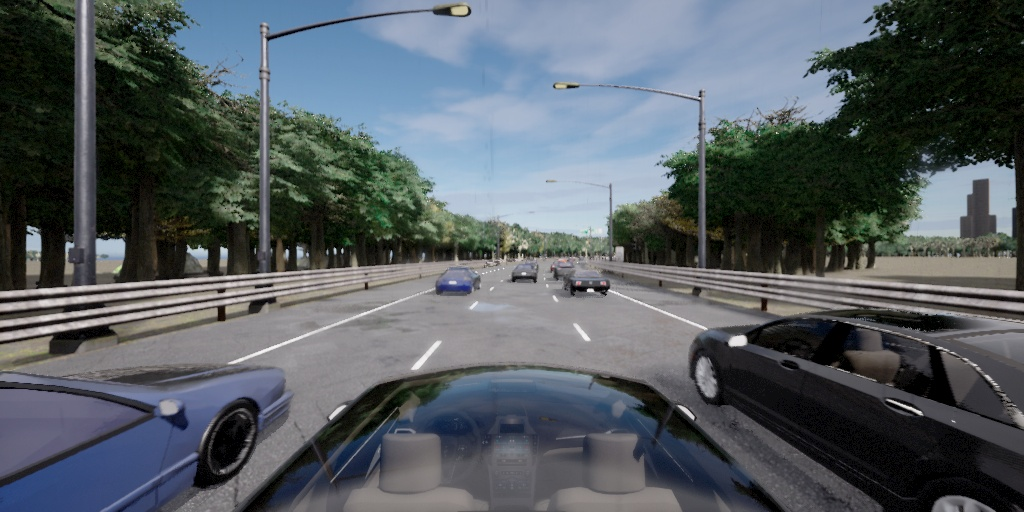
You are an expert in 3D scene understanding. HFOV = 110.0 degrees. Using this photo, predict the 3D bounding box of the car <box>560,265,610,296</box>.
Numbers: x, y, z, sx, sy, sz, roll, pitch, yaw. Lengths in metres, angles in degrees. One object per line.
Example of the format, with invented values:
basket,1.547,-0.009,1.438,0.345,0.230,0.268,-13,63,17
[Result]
car,3.909,1.366,19.546,1.895,1.301,4.718,0,0,3

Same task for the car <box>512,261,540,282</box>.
car,1.096,1.334,29.434,1.994,1.385,4.181,0,0,5

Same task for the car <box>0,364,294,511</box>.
car,-3.383,1.297,1.556,2.033,1.411,5.357,0,0,0

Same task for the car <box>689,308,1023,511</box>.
car,3.522,1.256,3.368,1.837,1.490,4.892,0,0,0

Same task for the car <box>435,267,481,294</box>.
car,-2.929,1.330,20.243,1.994,1.385,4.181,0,0,3

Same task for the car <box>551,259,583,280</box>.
car,4.641,1.263,31.498,2.128,1.511,4.902,0,0,4
